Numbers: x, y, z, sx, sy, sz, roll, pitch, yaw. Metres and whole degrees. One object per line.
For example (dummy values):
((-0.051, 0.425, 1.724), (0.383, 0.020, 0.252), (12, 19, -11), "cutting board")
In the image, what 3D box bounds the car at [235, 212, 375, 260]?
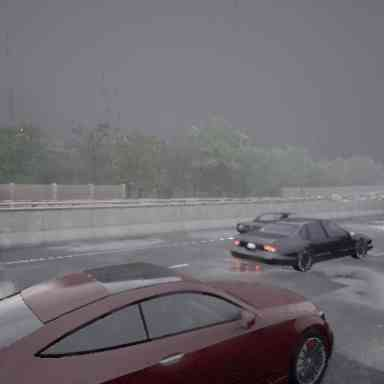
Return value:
((3.692, 1.530, 10.681), (5.357, 1.411, 2.033), (0, 0, -35), "car")

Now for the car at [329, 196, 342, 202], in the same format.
((30.339, 1.484, 70.212), (1.812, 1.442, 4.674), (1, 1, 38), "car")

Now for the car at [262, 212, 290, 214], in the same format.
((4.392, 1.576, 15.479), (4.718, 1.301, 1.895), (0, 0, -36), "car")

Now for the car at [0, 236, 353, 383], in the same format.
((-0.445, 1.523, 3.552), (4.674, 1.442, 1.812), (0, 0, -36), "car")

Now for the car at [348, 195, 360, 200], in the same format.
((40.232, 1.393, 82.538), (1.895, 1.301, 4.718), (1, 1, 39), "car")
